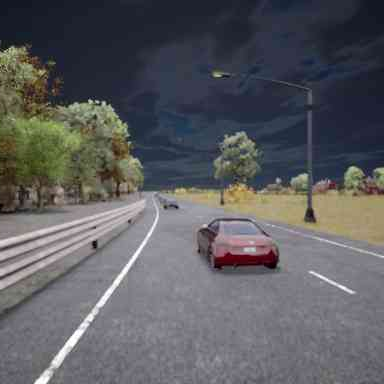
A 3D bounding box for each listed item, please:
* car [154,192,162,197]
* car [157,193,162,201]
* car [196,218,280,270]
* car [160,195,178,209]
[{"bbox_3d":[-7.358,1.355,79.697,2.033,1.411,5.357,0,0,-7],"label":"car"},{"bbox_3d":[-4.784,1.423,59.405,2.033,1.411,5.357,0,0,-7],"label":"car"},{"bbox_3d":[1.341,1.558,11.138,1.994,1.385,4.181,0,0,-7],"label":"car"},{"bbox_3d":[-2.882,1.463,44.427,2.033,1.411,5.357,0,0,-7],"label":"car"}]
